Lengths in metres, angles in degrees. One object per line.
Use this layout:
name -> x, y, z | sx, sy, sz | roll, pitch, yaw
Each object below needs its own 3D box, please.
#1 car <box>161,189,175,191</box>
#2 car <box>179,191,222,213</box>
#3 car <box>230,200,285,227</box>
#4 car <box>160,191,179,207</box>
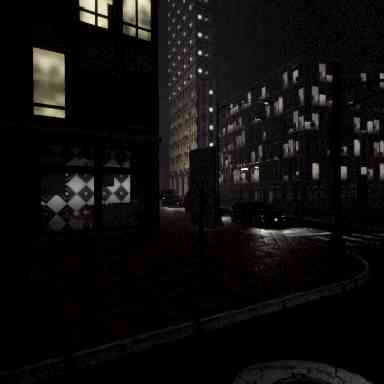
car -> -4.068, 0.537, 54.633 | 2.150, 2.045, 5.566 | -1, 1, -18
car -> 0.886, 0.895, 30.947 | 2.150, 2.045, 5.566 | -1, 1, -19
car -> 4.094, 1.316, 21.545 | 1.837, 1.490, 4.892 | -1, 1, -19
car -> -2.416, 1.036, 40.672 | 1.837, 1.490, 4.892 | -1, 1, -18
